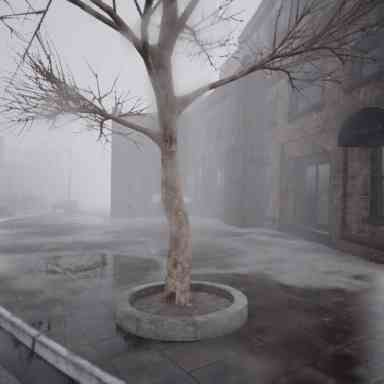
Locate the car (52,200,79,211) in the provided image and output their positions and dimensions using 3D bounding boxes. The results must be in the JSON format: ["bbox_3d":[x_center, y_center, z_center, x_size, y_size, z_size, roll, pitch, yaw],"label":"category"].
[{"bbox_3d":[-16.915,1.734,44.386,1.812,1.442,4.674,1,0,8],"label":"car"}]

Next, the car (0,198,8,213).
[{"bbox_3d":[-21.175,1.402,34.390,2.097,1.767,4.553,1,0,0],"label":"car"}]
